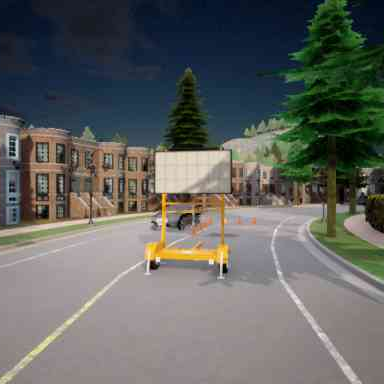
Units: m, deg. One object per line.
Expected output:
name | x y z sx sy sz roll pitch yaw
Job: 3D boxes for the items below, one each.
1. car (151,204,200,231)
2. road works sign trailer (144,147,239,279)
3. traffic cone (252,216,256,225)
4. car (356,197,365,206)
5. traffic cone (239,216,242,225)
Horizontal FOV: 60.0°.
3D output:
car | -0.913 1.491 20.621 2.128 1.511 4.902 0 0 18
road works sign trailer | 0.057 0.463 10.180 2.380 3.560 2.880 0 0 12
traffic cone | 4.240 1.955 22.582 0.340 0.580 0.340 0 0 12
car | 27.268 1.506 51.721 4.892 1.490 1.837 1 -1 -22
traffic cone | 3.263 1.954 22.789 0.340 0.580 0.340 0 0 12
